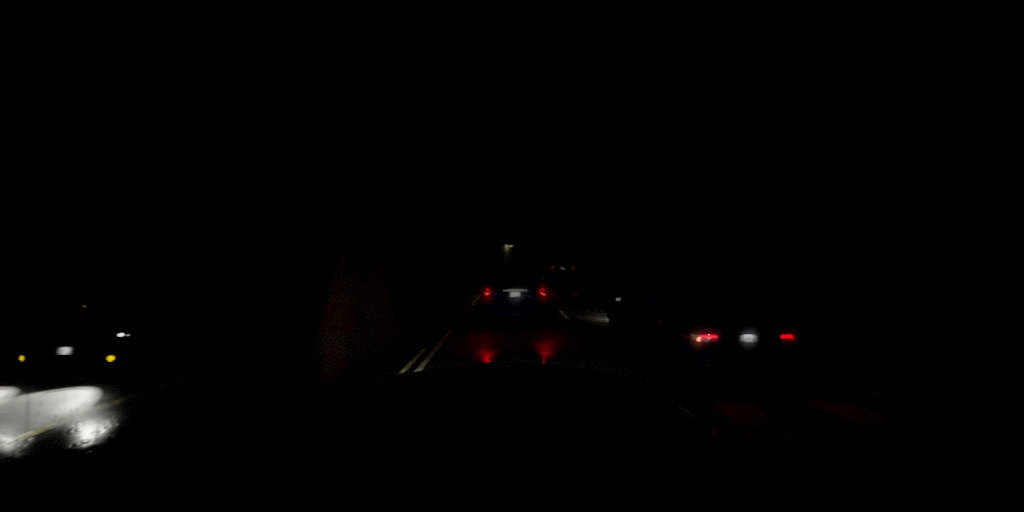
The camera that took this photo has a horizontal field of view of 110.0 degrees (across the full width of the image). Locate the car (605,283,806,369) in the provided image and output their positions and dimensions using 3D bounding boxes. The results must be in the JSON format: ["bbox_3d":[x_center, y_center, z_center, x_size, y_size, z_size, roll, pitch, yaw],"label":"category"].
[{"bbox_3d":[3.601,1.300,7.954,2.033,1.411,5.357,0,0,0],"label":"car"}]

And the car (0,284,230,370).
[{"bbox_3d":[-7.100,1.317,7.682,1.994,1.385,4.181,0,0,0],"label":"car"}]

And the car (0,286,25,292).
[{"bbox_3d":[-10.587,1.278,6.303,1.812,1.442,4.674,0,0,0],"label":"car"}]

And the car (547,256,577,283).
[{"bbox_3d":[3.601,0.982,27.856,2.150,2.045,5.566,0,0,0],"label":"car"}]

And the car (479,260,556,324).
[{"bbox_3d":[0.101,1.106,12.191,2.097,1.767,4.553,0,0,0],"label":"car"}]

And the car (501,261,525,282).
[{"bbox_3d":[0.102,1.240,30.277,1.882,1.535,5.008,0,0,0],"label":"car"}]
